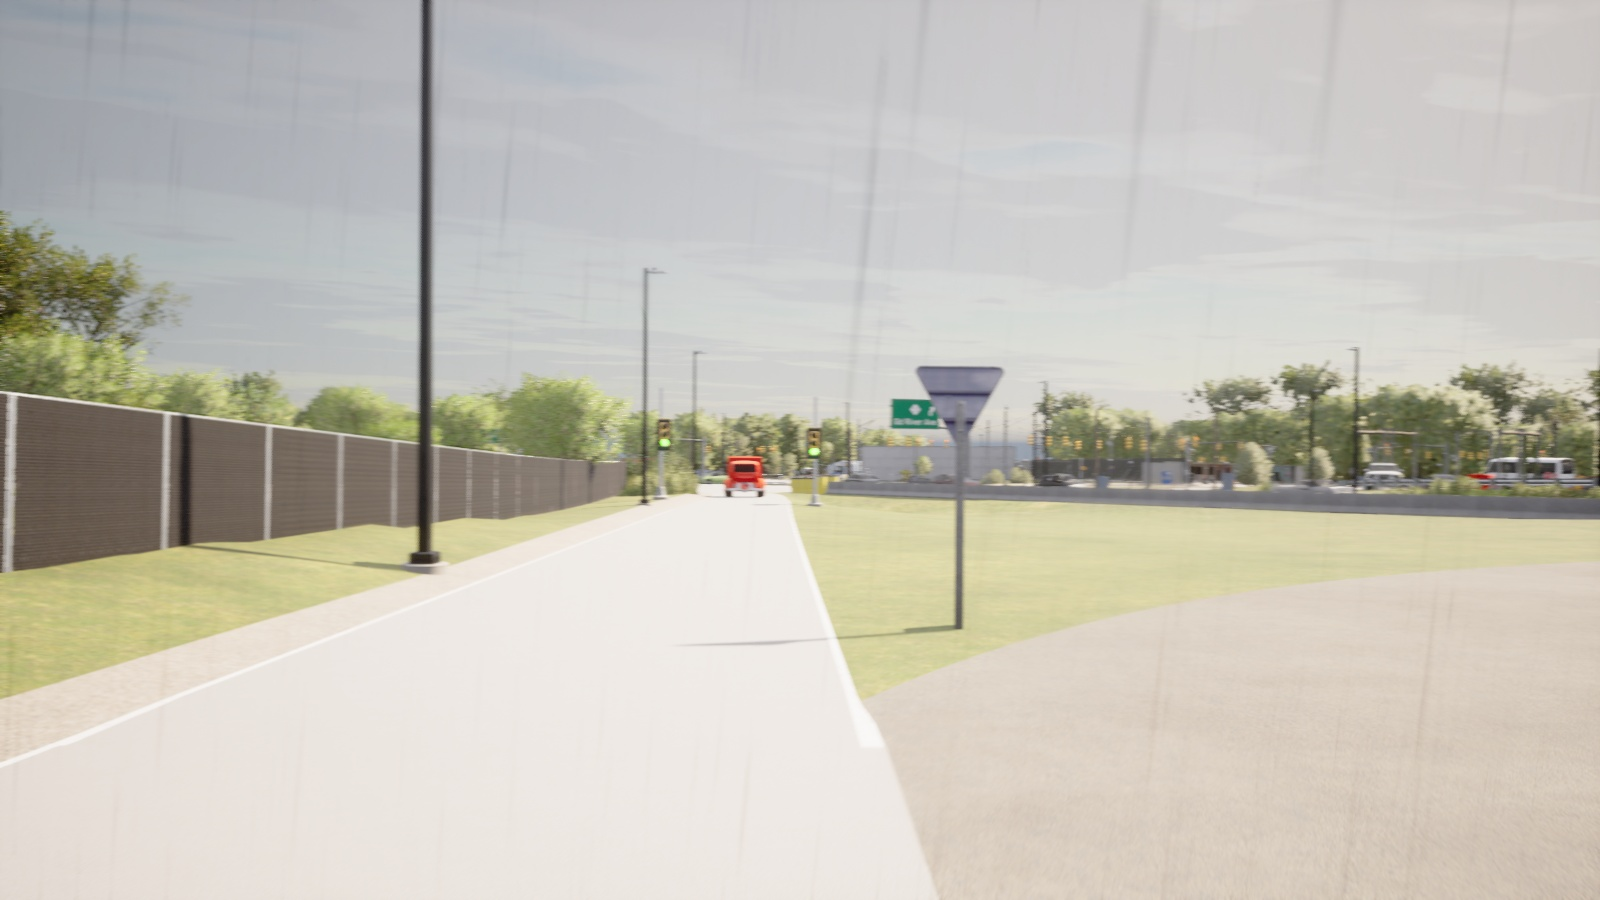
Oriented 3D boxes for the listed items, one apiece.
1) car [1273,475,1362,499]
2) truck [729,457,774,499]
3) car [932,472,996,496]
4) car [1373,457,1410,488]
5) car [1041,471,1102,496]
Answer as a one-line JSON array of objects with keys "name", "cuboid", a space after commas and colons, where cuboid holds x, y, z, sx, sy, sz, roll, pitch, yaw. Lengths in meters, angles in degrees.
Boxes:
[{"name": "car", "cuboid": [30.512, 2.156, 74.174, 1.895, 1.301, 4.718, 0, -1, -27]}, {"name": "truck", "cuboid": [-2.963, 1.683, 76.684, 2.627, 2.467, 5.204, 0, -1, -2]}, {"name": "car", "cuboid": [11.474, 2.371, 88.107, 2.033, 1.649, 4.856, 0, -1, -27]}, {"name": "car", "cuboid": [41.021, 1.596, 87.198, 2.150, 2.045, 5.566, 0, -2, 23]}, {"name": "car", "cuboid": [17.950, 2.210, 83.212, 1.851, 1.617, 3.988, 0, -1, -27]}]
